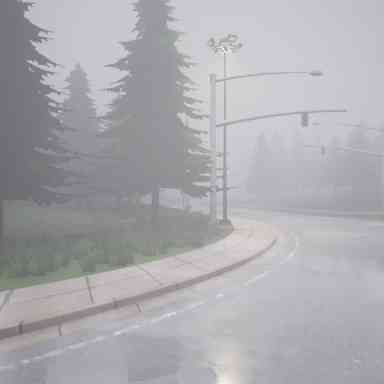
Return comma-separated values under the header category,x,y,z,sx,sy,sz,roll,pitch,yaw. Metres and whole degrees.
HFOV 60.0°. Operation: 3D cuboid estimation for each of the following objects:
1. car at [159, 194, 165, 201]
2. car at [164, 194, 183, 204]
category,x,y,z,sx,sy,sz,roll,pitch,yaw
car,-7.119,1.186,75.170,2.150,2.045,5.566,0,0,-21
car,-3.236,1.547,65.433,2.033,1.411,5.357,0,0,-21
